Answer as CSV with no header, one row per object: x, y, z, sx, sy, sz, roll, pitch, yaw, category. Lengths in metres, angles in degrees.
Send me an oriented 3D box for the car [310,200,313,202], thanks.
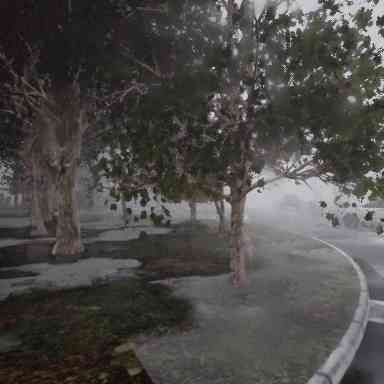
20.564,2.346,61.224,1.994,1.385,4.181,0,-2,26,car

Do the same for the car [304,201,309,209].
18.332,2.170,56.625,2.033,1.411,5.357,0,-2,26,car

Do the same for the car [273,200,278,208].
15.523,2.106,58.217,1.882,1.535,5.008,0,-2,26,car

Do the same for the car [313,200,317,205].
23.896,2.571,68.084,1.994,1.385,4.181,0,-2,26,car

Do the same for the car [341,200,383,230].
11.231,1.226,18.826,2.150,2.045,5.566,-1,1,-33,car

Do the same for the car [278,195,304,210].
14.009,1.509,46.830,2.150,2.045,5.566,0,-2,23,car
